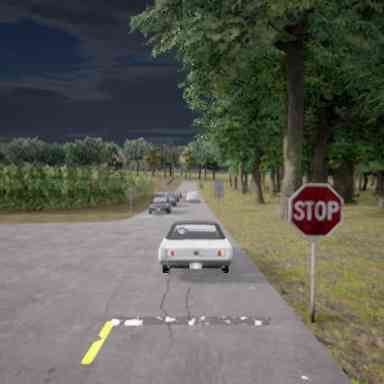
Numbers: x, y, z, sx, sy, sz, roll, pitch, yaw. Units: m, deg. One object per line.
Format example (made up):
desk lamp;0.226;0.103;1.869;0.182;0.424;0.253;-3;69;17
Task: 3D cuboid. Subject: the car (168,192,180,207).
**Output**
car;-2.852;0.997;39.709;1.994;1.385;4.181;0;1;0

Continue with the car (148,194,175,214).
car;-2.855;1.166;30.642;1.812;1.442;4.674;0;1;0

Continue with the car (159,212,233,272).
car;0.098;1.528;10.477;1.895;1.301;4.718;0;0;0

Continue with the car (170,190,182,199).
car;-2.808;0.440;59.297;1.994;1.385;4.181;0;2;0

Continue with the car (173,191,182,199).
car;-2.848;0.768;49.280;1.895;1.301;4.718;0;2;0

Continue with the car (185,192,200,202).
car;0.089;0.691;49.322;1.812;1.442;4.674;0;2;0
